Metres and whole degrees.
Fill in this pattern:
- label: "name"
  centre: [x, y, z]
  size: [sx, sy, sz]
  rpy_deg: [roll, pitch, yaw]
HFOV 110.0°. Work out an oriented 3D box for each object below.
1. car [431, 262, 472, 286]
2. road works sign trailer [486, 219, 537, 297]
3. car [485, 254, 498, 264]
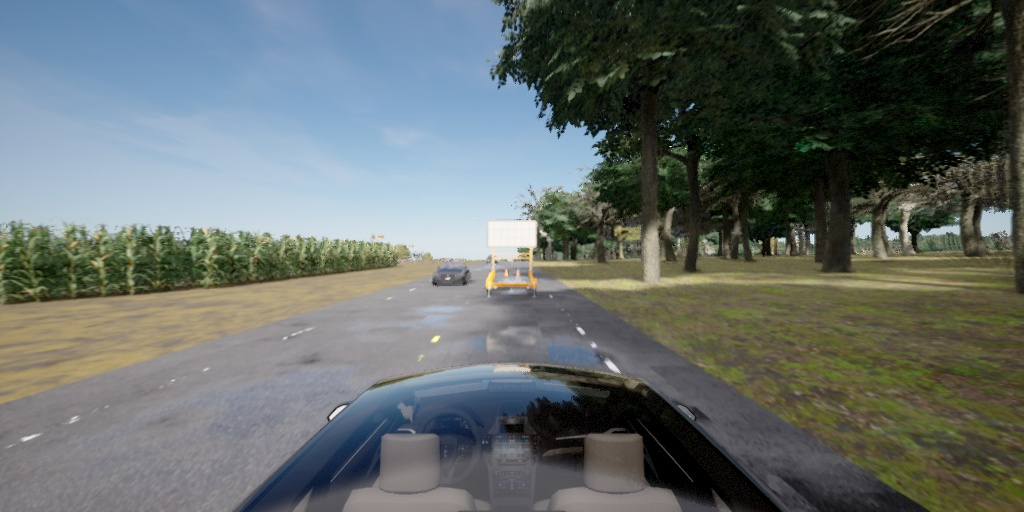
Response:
- label: "car"
  centre: [-3.595, 1.054, 22.050]
  size: [1.994, 1.385, 4.181]
  rpy_deg: [0, 1, 0]
- label: "road works sign trailer"
  centre: [-0.001, 0.011, 17.242]
  size: [2.380, 3.560, 2.880]
  rpy_deg: [0, 0, 1]
- label: "car"
  centre: [-3.536, 0.515, 63.644]
  size: [2.097, 1.767, 4.553]
  rpy_deg: [0, 0, 1]
